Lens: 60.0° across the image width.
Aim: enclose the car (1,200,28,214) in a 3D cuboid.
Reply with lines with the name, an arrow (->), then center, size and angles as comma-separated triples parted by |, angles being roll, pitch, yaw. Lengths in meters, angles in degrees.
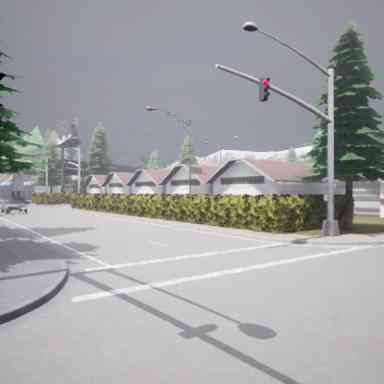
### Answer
car -> -18.304, 1.469, 34.305 | 1.895, 1.301, 4.718 | 0, 0, -37
